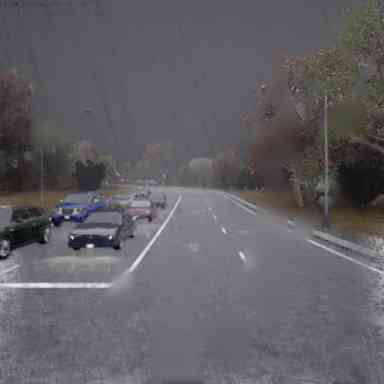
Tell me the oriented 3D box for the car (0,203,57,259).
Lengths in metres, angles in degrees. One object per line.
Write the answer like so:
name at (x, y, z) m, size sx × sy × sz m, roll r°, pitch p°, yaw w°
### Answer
car at (-7.133, 1.313, 12.367) m, size 2.097 × 1.767 × 4.553 m, roll 0°, pitch 1°, yaw 1°

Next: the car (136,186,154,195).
car at (-6.984, 0.213, 48.251) m, size 1.994 × 1.385 × 4.181 m, roll 0°, pitch 3°, yaw 0°

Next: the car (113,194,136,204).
car at (-7.058, 1.025, 32.086) m, size 1.895 × 1.301 × 4.718 m, roll 0°, pitch 3°, yaw 0°

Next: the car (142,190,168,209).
car at (-3.547, 0.842, 34.064) m, size 1.837 × 1.490 × 4.892 m, roll 0°, pitch 3°, yaw 1°

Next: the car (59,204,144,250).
car at (-3.592, 1.484, 14.363) m, size 2.033 × 1.411 × 5.357 m, roll 0°, pitch 1°, yaw 0°

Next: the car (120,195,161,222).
car at (-3.577, 1.253, 23.894) m, size 1.812 × 1.442 × 4.674 m, roll 0°, pitch 2°, yaw 0°

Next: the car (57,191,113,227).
car at (-7.086, 1.009, 21.688) m, size 2.150 × 2.045 × 5.566 m, roll 0°, pitch 2°, yaw 1°
